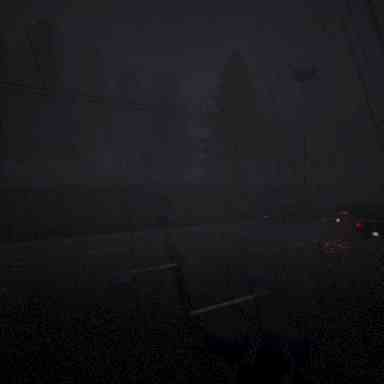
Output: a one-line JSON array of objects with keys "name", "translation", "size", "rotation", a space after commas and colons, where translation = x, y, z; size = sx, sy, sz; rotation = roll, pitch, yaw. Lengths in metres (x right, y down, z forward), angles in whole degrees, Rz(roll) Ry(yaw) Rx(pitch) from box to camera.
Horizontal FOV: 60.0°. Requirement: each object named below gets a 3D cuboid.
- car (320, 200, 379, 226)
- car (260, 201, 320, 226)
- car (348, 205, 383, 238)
[{"name": "car", "translation": [9.908, 1.224, 19.460], "size": [4.892, 1.490, 1.837], "rotation": [-2, 1, -35]}, {"name": "car", "translation": [6.343, 1.270, 21.230], "size": [4.674, 1.442, 1.812], "rotation": [-1, 1, -35]}, {"name": "car", "translation": [9.236, 1.367, 14.712], "size": [4.718, 1.301, 1.895], "rotation": [-1, 1, -35]}]
